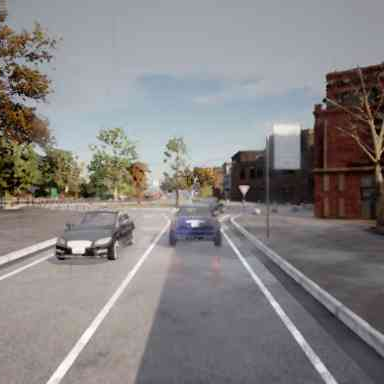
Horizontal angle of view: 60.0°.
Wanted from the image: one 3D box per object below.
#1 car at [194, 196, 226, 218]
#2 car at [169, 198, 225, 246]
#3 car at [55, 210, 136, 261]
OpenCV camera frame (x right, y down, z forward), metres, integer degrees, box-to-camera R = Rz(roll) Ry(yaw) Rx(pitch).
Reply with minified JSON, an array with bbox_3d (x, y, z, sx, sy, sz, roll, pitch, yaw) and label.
[{"bbox_3d":[1.710,1.271,29.694,1.837,1.490,4.892,0,2,15],"label":"car"},{"bbox_3d":[0.133,1.273,15.056,2.097,1.767,4.553,0,0,0],"label":"car"},{"bbox_3d":[-3.255,1.428,12.061,2.128,1.511,4.902,0,0,1],"label":"car"}]
